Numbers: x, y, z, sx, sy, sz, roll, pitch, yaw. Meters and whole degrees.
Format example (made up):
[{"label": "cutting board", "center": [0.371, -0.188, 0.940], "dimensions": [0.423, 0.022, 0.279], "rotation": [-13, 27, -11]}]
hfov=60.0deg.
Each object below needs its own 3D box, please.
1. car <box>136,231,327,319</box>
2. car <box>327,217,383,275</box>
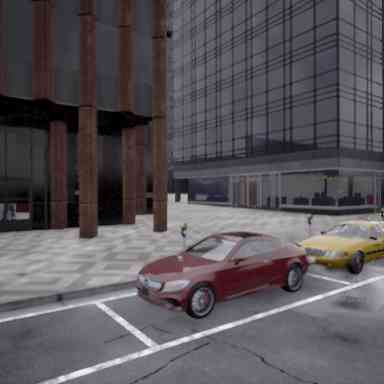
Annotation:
[{"label": "car", "center": [0.853, 1.561, 7.266], "dimensions": [4.206, 1.307, 1.802], "rotation": [0, 0, -36]}, {"label": "car", "center": [5.137, 1.482, 10.332], "dimensions": [4.829, 1.417, 1.752], "rotation": [0, 0, -36]}]
